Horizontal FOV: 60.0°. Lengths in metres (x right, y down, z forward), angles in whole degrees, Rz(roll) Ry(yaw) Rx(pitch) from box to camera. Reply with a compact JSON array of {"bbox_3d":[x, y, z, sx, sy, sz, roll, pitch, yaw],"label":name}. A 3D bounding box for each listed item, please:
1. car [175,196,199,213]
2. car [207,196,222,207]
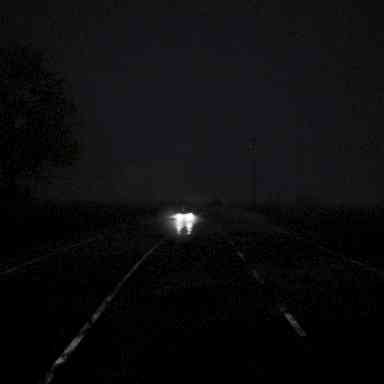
[{"bbox_3d":[-0.650,1.542,36.832,2.128,1.511,4.902,0,0,6],"label":"car"},{"bbox_3d":[3.511,1.411,52.181,2.097,1.767,4.553,0,0,0],"label":"car"}]
